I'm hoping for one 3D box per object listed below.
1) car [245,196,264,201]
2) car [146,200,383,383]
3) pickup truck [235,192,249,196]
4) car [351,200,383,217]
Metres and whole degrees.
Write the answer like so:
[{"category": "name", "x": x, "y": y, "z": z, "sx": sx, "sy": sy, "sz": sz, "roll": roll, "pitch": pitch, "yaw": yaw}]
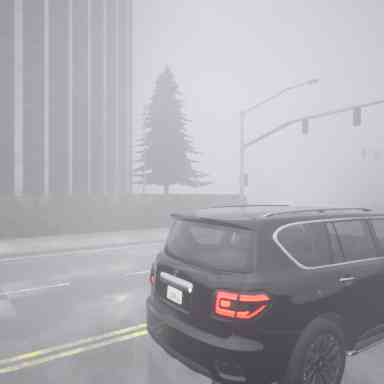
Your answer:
[{"category": "car", "x": 8.366, "y": 1.567, "z": 43.148, "sx": 1.994, "sy": 1.385, "sz": 4.181, "roll": 0, "pitch": 0, "yaw": -36}, {"category": "car", "x": 2.013, "y": 1.222, "z": 5.178, "sx": 5.566, "sy": 2.045, "sz": 2.150, "roll": 0, "pitch": 0, "yaw": -35}, {"category": "pickup truck", "x": 10.197, "y": 1.064, "z": 68.781, "sx": 2.390, "sy": 2.098, "sz": 6.274, "roll": 0, "pitch": 0, "yaw": -5}, {"category": "car", "x": 17.494, "y": 1.507, "z": 30.613, "sx": 1.837, "sy": 1.490, "sz": 4.892, "roll": 0, "pitch": 0, "yaw": -36}]
